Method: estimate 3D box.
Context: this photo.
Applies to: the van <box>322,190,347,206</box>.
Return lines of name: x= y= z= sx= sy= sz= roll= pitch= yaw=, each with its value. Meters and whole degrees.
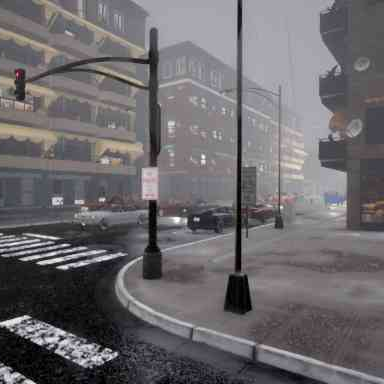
van: x=17.452 y=0.721 z=40.725 sx=1.690 sy=1.788 sz=3.998 roll=2 pitch=2 yaw=35

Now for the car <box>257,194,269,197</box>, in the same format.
car: x=5.812 y=1.013 z=34.254 sx=1.837 sy=1.490 sz=4.892 roll=1 pitch=1 yaw=35

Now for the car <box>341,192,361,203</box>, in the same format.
car: x=23.858 y=0.764 z=49.842 sx=1.887 sy=1.381 sz=4.507 roll=2 pitch=2 yaw=35

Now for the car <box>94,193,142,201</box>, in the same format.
car: x=-5.403 y=1.031 z=22.794 sx=2.192 sy=1.841 sz=5.009 roll=2 pitch=2 yaw=35

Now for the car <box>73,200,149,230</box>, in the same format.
car: x=-4.535 y=1.369 z=19.546 sx=1.895 sy=1.301 sz=4.718 roll=1 pitch=1 yaw=35

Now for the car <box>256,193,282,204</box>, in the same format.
car: x=10.617 y=0.881 z=45.582 sx=1.947 sy=1.339 sz=4.313 roll=2 pitch=2 yaw=35

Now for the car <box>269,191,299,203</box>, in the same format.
car: x=11.516 y=0.718 z=42.315 sx=2.097 sy=1.767 sz=4.553 roll=1 pitch=1 yaw=35

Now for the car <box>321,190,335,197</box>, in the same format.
car: x=29.845 y=0.379 z=72.921 sx=1.887 sy=1.381 sz=4.507 roll=2 pitch=2 yaw=35

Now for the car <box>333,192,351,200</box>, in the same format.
car: x=25.897 y=0.696 z=57.261 sx=1.895 sy=1.301 sz=4.718 roll=1 pitch=1 yaw=35

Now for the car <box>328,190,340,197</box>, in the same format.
car: x=33.049 y=0.337 z=77.478 sx=1.802 sy=1.307 sz=4.206 roll=2 pitch=2 yaw=35

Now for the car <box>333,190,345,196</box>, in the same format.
car: x=36.253 y=0.257 z=82.034 sx=1.802 sy=1.307 sz=4.206 roll=2 pitch=2 yaw=35

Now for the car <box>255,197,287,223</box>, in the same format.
car: x=4.631 y=1.283 z=22.504 sx=1.802 sy=1.307 sz=4.206 roll=2 pitch=2 yaw=35

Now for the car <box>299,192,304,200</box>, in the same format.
car: x=17.026 y=0.720 z=54.695 sx=1.947 sy=1.339 sz=4.313 roll=2 pitch=2 yaw=35

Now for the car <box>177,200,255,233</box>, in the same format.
car: x=1.426 y=1.348 z=17.947 sx=1.947 sy=1.339 sz=4.313 roll=2 pitch=2 yaw=35

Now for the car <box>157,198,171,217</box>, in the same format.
car: x=-2.201 y=1.181 z=27.356 sx=1.887 sy=1.381 sz=4.507 roll=2 pitch=2 yaw=35

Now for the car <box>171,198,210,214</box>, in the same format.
car: x=0.561 y=1.203 z=26.817 sx=1.994 sy=1.385 sz=4.181 roll=1 pitch=1 yaw=34
